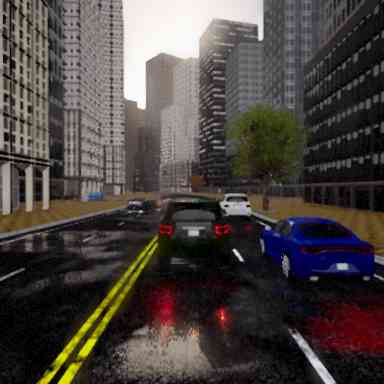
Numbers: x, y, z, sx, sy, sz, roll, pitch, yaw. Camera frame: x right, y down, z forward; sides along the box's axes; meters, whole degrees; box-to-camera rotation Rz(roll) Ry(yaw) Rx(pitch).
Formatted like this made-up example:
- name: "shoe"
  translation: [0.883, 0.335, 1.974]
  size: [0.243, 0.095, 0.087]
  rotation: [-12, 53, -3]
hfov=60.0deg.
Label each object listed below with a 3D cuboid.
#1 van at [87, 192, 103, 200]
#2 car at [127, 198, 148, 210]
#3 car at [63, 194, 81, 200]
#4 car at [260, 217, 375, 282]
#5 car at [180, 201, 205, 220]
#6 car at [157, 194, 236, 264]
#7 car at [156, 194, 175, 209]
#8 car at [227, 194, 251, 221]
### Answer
- name: "van"
  translation: [-22.656, 0.945, 77.228]
  size: [3.998, 1.788, 1.690]
  rotation: [0, 0, 1]
- name: "car"
  translation: [-6.601, 1.433, 40.669]
  size: [2.033, 1.411, 5.357]
  rotation: [0, 0, 0]
- name: "car"
  translation: [-28.195, 1.123, 77.276]
  size: [4.507, 1.381, 1.887]
  rotation: [0, 0, 1]
- name: "car"
  translation: [3.301, 1.455, 9.714]
  size: [1.882, 1.535, 5.008]
  rotation: [0, 0, 1]
- name: "car"
  translation: [0.073, 1.491, 28.292]
  size: [1.994, 1.385, 4.181]
  rotation: [0, 0, 0]
- name: "car"
  translation: [0.065, 1.196, 11.781]
  size: [2.150, 2.045, 5.566]
  rotation: [0, 0, 0]
- name: "car"
  translation: [-3.343, 1.227, 43.391]
  size: [2.097, 1.767, 4.553]
  rotation: [0, 0, 0]
- name: "car"
  translation: [3.312, 1.156, 26.622]
  size: [2.150, 2.045, 5.566]
  rotation: [0, 0, 0]
